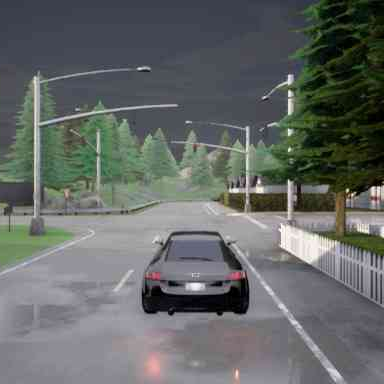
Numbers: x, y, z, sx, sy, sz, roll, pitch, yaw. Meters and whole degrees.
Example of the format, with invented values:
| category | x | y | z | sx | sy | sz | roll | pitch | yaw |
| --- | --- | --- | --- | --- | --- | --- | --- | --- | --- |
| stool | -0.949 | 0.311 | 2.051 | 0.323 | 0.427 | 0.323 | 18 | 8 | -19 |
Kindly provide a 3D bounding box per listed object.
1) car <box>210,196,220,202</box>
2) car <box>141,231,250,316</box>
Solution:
| category | x | y | z | sx | sy | sz | roll | pitch | yaw |
| --- | --- | --- | --- | --- | --- | --- | --- | --- | --- |
| car | 6.702 | 1.512 | 72.823 | 5.357 | 1.411 | 2.033 | 0 | 0 | -22 |
| car | 0.075 | 1.563 | 7.604 | 1.994 | 1.385 | 4.181 | 0 | 0 | 1 |
